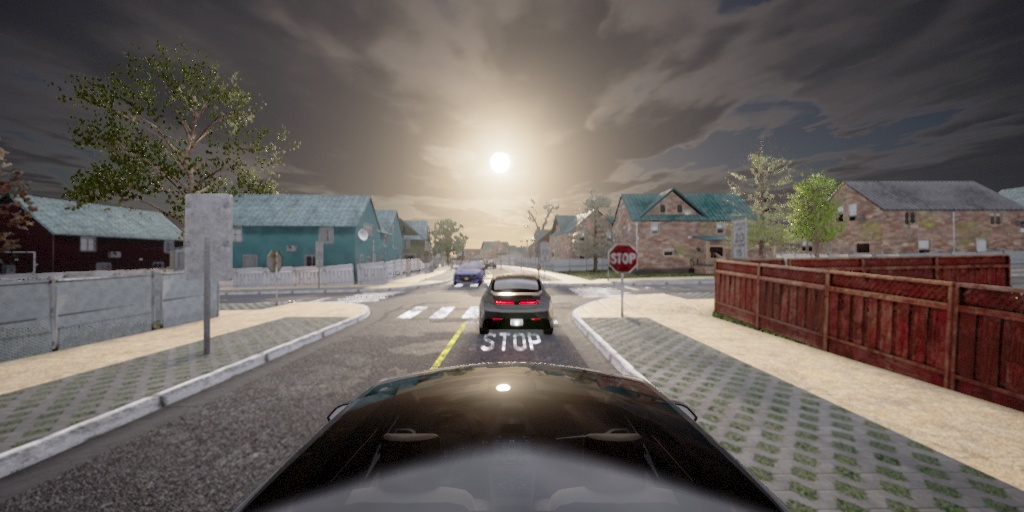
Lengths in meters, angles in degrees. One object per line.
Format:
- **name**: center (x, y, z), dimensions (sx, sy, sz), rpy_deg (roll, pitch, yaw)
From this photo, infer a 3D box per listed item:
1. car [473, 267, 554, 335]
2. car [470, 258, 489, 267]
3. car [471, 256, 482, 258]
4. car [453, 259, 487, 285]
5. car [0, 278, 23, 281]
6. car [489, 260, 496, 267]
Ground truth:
- **car**: center (0.100, 1.235, 10.469), dimensions (1.837, 1.490, 4.892), rpy_deg (0, 0, 0)
- **car**: center (-3.786, 1.258, 39.081), dimensions (1.882, 1.535, 5.008), rpy_deg (0, 0, -5)
- **car**: center (-5.196, 1.040, 52.498), dimensions (2.150, 2.045, 5.566), rpy_deg (0, 0, -8)
- **car**: center (-3.046, 1.218, 25.760), dimensions (1.882, 1.535, 5.008), rpy_deg (0, 0, -2)
- **car**: center (-29.388, 1.945, 20.045), dimensions (5.357, 1.411, 2.033), rpy_deg (-1, 0, 0)
- **car**: center (-3.806, 1.399, 62.112), dimensions (1.812, 1.442, 4.674), rpy_deg (0, 0, -10)
